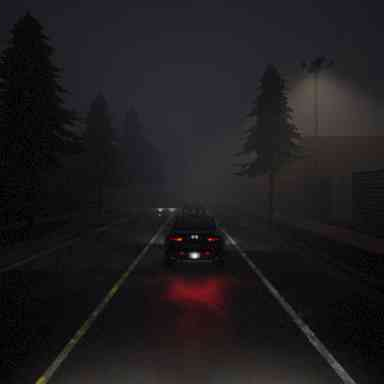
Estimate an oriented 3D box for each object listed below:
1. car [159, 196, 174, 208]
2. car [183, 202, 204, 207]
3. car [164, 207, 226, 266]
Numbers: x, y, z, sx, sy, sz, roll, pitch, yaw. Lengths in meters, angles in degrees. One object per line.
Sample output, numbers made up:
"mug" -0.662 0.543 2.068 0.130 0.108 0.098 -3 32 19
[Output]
"car" -3.477 1.382 46.251 1.882 1.535 5.008 0 0 0
"car" 0.150 1.540 29.148 1.895 1.301 4.718 0 0 0
"car" 0.094 1.480 11.475 1.837 1.490 4.892 0 0 0
